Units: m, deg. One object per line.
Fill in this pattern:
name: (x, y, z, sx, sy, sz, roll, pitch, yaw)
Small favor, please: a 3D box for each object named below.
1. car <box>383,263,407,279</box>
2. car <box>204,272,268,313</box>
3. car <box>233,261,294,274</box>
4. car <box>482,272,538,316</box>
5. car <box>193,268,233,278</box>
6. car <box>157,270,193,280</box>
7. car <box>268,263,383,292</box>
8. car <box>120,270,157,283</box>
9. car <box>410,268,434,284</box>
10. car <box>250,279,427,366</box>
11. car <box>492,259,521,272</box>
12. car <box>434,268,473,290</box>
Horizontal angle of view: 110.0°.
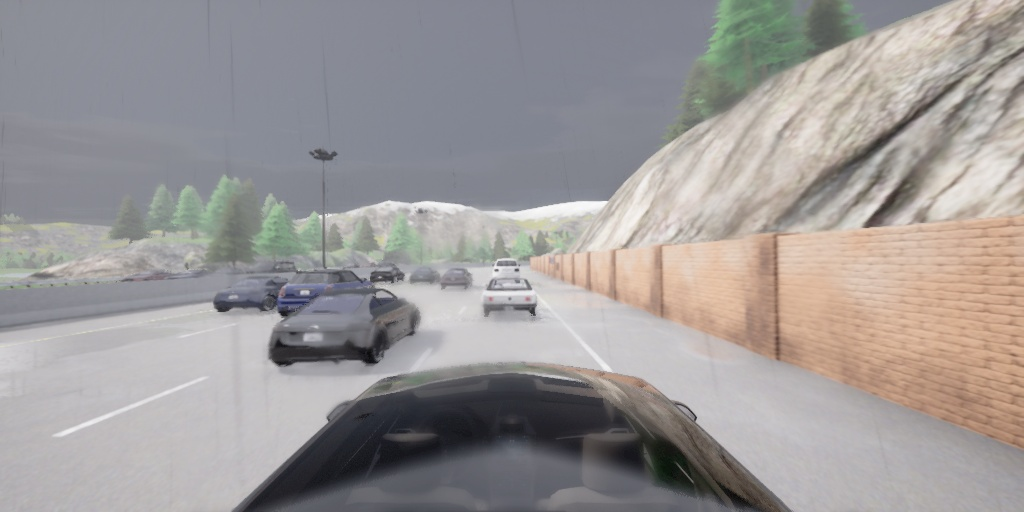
car: (-10.999, 1.649, 32.186, 1.882, 1.535, 5.008, -1, -1, -1)
car: (-10.651, 1.563, 15.689, 1.994, 1.385, 4.181, -1, -1, -1)
car: (-21.699, 1.503, 32.304, 2.150, 2.045, 5.566, -1, -1, -1)
car: (-0.115, 1.478, 14.057, 1.895, 1.301, 4.718, -1, -1, -1)
car: (-25.193, 1.805, 32.204, 2.128, 1.511, 4.902, -1, -1, -1)
car: (-28.692, 1.913, 32.229, 1.994, 1.385, 4.181, -1, -1, -1)
car: (-7.127, 1.302, 14.391, 2.097, 1.767, 4.553, -1, -1, -1)
car: (-32.190, 1.947, 32.120, 1.994, 1.385, 4.181, -1, -1, -1)
car: (-7.480, 1.691, 31.283, 1.994, 1.385, 4.181, -1, -1, -1)
car: (-3.514, 1.417, 8.302, 1.994, 1.385, 4.181, -1, -1, -1)
car: (-0.451, 1.264, 29.892, 2.150, 2.045, 5.566, -1, -1, -1)
car: (-3.869, 1.581, 25.682, 2.033, 1.411, 5.357, -1, -1, -1)
